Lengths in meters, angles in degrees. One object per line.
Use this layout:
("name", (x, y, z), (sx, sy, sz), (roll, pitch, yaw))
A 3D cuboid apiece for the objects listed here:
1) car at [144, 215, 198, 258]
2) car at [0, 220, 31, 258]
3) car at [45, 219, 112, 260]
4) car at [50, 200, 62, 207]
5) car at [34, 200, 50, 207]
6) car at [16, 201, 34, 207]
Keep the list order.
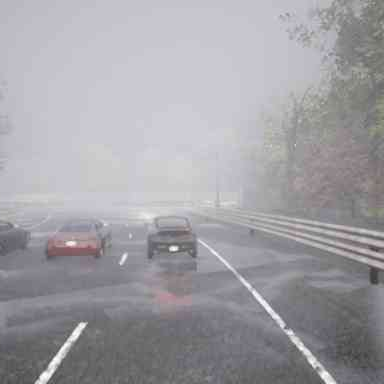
("car", (-0.909, 1.695, 13.684), (1.837, 1.490, 4.892), (0, 0, -7))
("car", (-7.877, 1.772, 12.920), (1.994, 1.385, 4.181), (0, -1, -7))
("car", (-4.418, 1.765, 13.476), (1.994, 1.385, 4.181), (0, -1, -7))
("car", (-32.788, 2.635, 79.178), (5.008, 1.535, 1.882), (-1, -1, 43))
("car", (-35.274, 2.662, 76.714), (4.674, 1.442, 1.812), (-1, -1, 43))
("car", (-37.760, 2.672, 74.251), (4.181, 1.385, 1.994), (-1, -1, 43))
